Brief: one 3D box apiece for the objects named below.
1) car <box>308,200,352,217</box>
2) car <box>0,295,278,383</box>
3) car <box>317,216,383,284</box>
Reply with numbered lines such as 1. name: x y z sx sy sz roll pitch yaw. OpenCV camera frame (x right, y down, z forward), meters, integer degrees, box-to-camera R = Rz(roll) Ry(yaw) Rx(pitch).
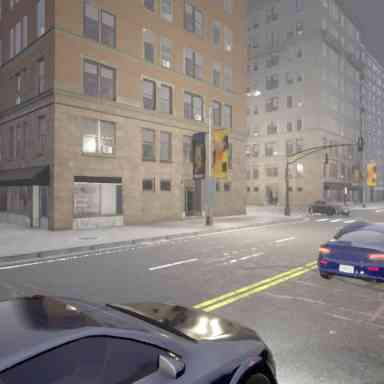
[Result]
1. car: 12.752 1.498 30.995 1.837 1.490 4.892 2 -1 -13
2. car: -1.046 1.564 2.565 1.994 1.385 4.181 0 0 43
3. car: 4.977 1.527 9.007 1.812 1.442 4.674 0 0 43
